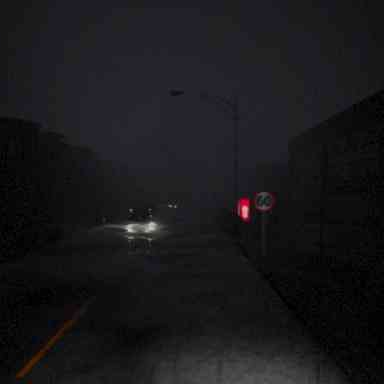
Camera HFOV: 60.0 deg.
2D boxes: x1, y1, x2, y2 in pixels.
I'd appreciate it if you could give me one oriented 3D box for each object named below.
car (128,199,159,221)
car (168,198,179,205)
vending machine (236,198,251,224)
[{"bbox_3d":[-4.090,1.503,28.489,2.097,1.767,4.553,0,0,0],"label":"car"},{"bbox_3d":[-3.919,2.116,70.780,2.128,1.511,4.902,0,0,0],"label":"car"},{"bbox_3d":[4.303,1.563,27.783,1.100,2.100,0.880,0,0,0],"label":"vending machine"}]
